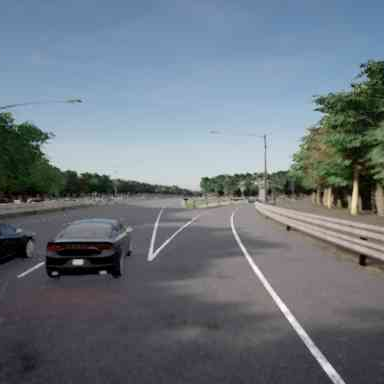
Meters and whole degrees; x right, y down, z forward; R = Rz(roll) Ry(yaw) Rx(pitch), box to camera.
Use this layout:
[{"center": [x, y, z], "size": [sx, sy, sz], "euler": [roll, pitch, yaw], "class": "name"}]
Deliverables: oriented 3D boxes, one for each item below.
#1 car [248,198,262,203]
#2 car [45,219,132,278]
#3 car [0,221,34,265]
[{"center": [15.886, 2.234, 85.817], "size": [1.994, 1.385, 4.181], "euler": [0, 0, 27], "class": "car"}, {"center": [-3.010, 1.582, 10.560], "size": [1.882, 1.535, 5.008], "euler": [0, -1, -6], "class": "car"}, {"center": [-6.476, 1.567, 10.045], "size": [1.882, 1.535, 5.008], "euler": [0, -1, -6], "class": "car"}]
